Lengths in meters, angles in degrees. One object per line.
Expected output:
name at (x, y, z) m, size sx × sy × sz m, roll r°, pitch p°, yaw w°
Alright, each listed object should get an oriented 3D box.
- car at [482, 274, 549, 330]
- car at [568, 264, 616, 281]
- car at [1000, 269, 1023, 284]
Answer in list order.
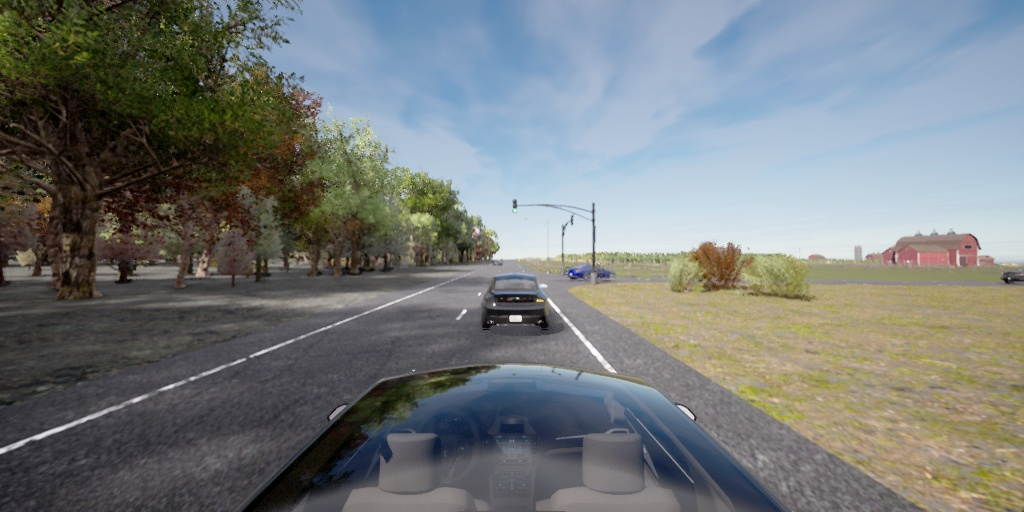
car at (0.090, 1.303, 11.372) m, size 1.837 × 1.490 × 4.892 m, roll 0°, pitch 0°, yaw 0°
car at (7.070, 1.453, 31.758) m, size 4.674 × 1.442 × 1.812 m, roll 1°, pitch -2°, yaw -29°
car at (48.481, 1.907, 33.159) m, size 4.902 × 1.511 × 2.128 m, roll 1°, pitch -1°, yaw 0°
